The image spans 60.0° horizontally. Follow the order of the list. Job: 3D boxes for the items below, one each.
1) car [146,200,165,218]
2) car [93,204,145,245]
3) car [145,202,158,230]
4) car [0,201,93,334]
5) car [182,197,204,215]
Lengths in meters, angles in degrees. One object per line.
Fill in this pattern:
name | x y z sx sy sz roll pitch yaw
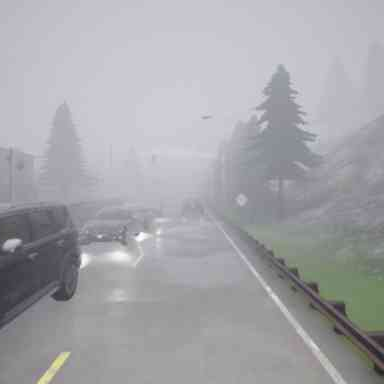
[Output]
car | -3.511 1.475 30.206 1.812 1.442 4.674 0 0 0
car | -3.582 1.479 15.366 1.837 1.490 4.892 0 0 0
car | -3.499 1.546 20.440 1.994 1.385 4.181 0 0 0
car | -3.591 1.212 5.444 2.150 2.045 5.566 0 0 0
car | 0.085 1.297 32.974 2.097 1.767 4.553 0 0 0
